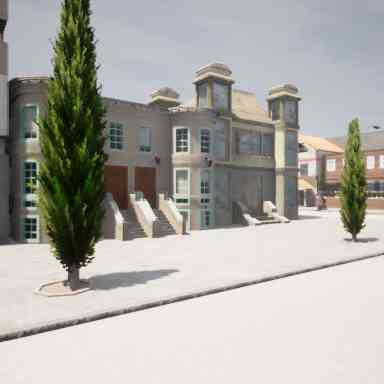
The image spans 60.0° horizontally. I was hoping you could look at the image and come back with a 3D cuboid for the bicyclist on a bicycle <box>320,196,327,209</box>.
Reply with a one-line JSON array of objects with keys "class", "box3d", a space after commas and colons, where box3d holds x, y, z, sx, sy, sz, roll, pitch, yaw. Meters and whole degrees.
[{"class": "bicyclist on a bicycle", "box3d": [16.036, 1.364, 40.714, 1.656, 1.620, 0.582, 0, 0, -35]}]
